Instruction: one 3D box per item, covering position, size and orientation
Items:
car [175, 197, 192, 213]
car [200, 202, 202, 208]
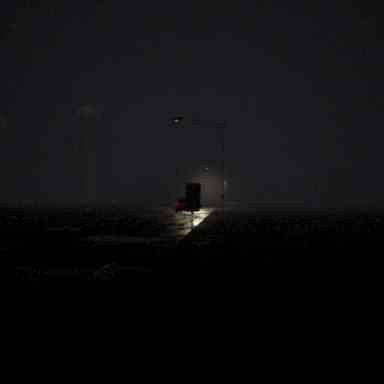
[{"bbox_3d":[-0.841,1.732,44.465,2.150,2.045,5.566,1,0,6],"label":"car"},{"bbox_3d":[0.722,2.207,59.500,2.128,1.511,4.902,1,-1,6],"label":"car"}]
